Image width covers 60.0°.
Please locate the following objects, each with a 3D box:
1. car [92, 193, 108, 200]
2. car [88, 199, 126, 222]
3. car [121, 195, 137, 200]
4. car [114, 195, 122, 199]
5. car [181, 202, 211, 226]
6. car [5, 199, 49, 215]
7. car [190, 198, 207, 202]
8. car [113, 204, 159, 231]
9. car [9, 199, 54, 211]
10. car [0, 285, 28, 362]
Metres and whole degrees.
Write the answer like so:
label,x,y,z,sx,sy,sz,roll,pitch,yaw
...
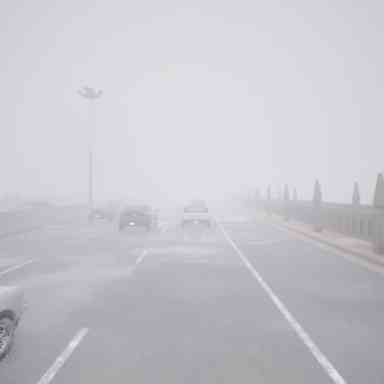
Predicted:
label,x,y,z,sx,sy,sz,roll,pitch,yaw
car,-19.468,1.229,70.821,2.150,2.045,5.566,0,0,2
car,-6.640,1.527,25.846,1.812,1.442,4.674,0,0,1
car,-12.519,1.528,68.960,2.128,1.511,4.902,0,0,2
car,-15.869,1.361,74.223,2.097,1.767,4.553,0,0,2
car,0.287,1.602,23.052,1.895,1.301,4.718,0,0,1
car,-17.093,1.493,34.809,2.128,1.511,4.902,0,0,2
car,0.796,1.506,41.447,1.837,1.490,4.892,0,0,2
car,-3.257,1.506,20.797,1.837,1.490,4.892,0,0,1
car,-13.764,1.506,28.957,1.837,1.490,4.892,0,0,2
car,-3.401,1.601,2.877,1.895,1.301,4.718,0,0,0
